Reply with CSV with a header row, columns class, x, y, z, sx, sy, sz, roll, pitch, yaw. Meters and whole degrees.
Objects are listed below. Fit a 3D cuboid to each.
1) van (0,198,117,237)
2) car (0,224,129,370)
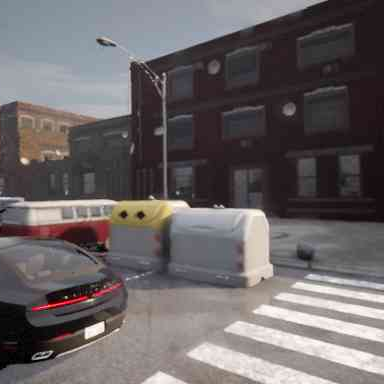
class,x,y,z,sx,sy,sz,roll,pitch,yaw
van,-4.362,1.305,12.231,1.878,1.987,4.442,0,0,36
car,-3.216,1.536,5.683,4.892,1.490,1.837,0,0,36
